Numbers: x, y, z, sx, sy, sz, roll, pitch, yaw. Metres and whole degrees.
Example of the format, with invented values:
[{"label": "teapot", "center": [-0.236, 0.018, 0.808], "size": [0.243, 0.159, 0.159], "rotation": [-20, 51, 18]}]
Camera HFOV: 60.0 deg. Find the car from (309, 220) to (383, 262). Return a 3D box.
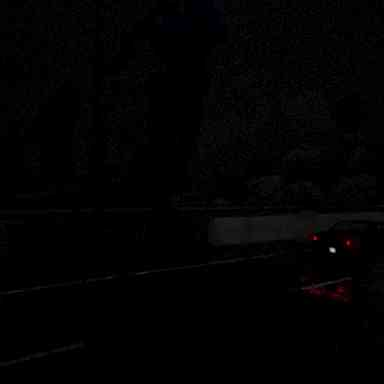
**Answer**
[{"label": "car", "center": [6.742, 1.735, 12.641], "size": [4.718, 1.301, 1.895], "rotation": [1, 0, -32]}]
